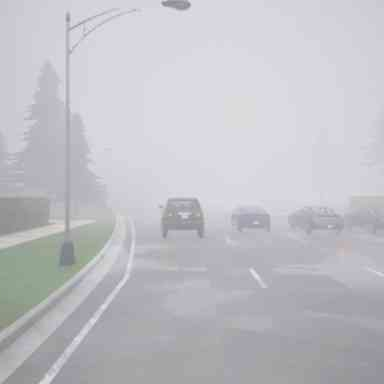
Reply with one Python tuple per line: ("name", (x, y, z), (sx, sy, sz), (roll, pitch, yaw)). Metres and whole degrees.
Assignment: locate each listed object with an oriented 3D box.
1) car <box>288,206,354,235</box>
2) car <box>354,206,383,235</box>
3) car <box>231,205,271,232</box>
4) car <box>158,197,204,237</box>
("car", (7.100, 1.577, 19.520), (2.128, 1.511, 4.902), (0, 0, 0))
("car", (10.601, 1.577, 19.529), (2.128, 1.511, 4.902), (0, 0, 0))
("car", (3.600, 1.570, 21.101), (1.882, 1.535, 5.008), (0, 0, 0))
("car", (-0.666, 1.304, 18.781), (2.150, 2.045, 5.566), (0, 0, -7))
